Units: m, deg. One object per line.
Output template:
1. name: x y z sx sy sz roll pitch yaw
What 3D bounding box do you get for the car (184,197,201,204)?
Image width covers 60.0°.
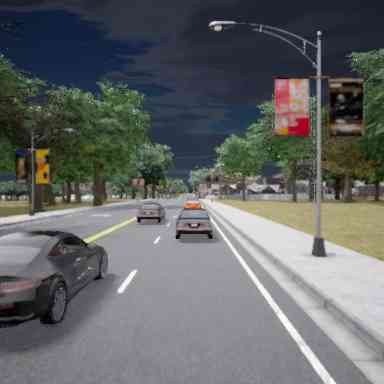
1. car: 0.098 1.428 42.462 2.097 1.767 4.553 0 0 0

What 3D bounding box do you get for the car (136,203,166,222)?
1. car: -3.153 1.580 26.232 2.033 1.411 5.357 0 0 0

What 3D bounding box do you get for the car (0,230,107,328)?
1. car: -3.150 1.528 6.953 1.812 1.442 4.674 0 0 0

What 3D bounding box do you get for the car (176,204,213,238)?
1. car: 0.101 1.562 17.681 2.033 1.411 5.357 0 0 0
